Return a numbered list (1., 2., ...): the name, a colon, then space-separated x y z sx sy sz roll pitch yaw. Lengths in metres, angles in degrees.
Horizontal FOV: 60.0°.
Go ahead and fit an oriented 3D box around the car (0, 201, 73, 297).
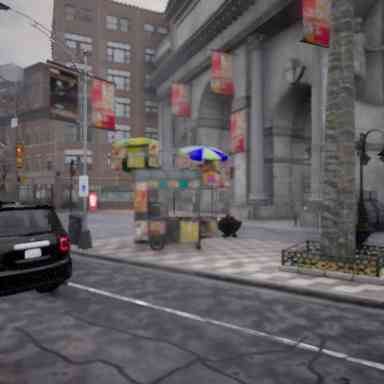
1. car: -5.074 1.227 7.599 5.566 2.045 2.150 0 0 35
